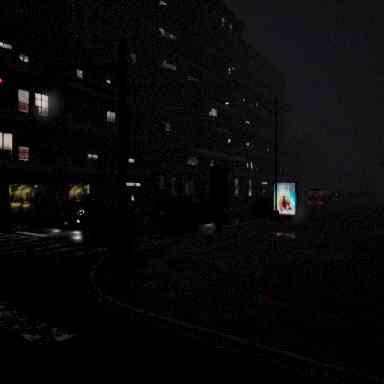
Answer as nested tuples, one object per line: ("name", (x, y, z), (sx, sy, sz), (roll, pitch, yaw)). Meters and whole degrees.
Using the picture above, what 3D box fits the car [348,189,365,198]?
("car", (28.631, 0.308, 58.541), (1.887, 1.381, 4.507), (1, 2, 35))

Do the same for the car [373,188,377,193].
("car", (38.193, -0.012, 72.161), (1.887, 1.381, 4.507), (1, 2, 35))

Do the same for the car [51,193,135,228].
("car", (-5.583, 1.077, 19.853), (2.097, 1.767, 4.553), (0, 1, 34))

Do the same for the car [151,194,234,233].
("car", (-0.056, 1.026, 17.676), (2.192, 1.841, 5.009), (1, 2, 35))

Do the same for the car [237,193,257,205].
("car", (5.797, 0.828, 40.603), (2.008, 1.369, 4.403), (2, 2, 35))

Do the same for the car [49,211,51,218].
("car", (-6.949, 1.009, 22.440), (2.192, 1.841, 5.009), (1, 2, 35))

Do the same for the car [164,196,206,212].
("car", (-0.577, 1.069, 31.526), (1.802, 1.307, 4.206), (2, 2, 35))

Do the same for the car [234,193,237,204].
("car", (1.970, 1.003, 30.664), (1.812, 1.442, 4.674), (0, 1, 35))

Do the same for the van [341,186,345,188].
("van", (37.665, -0.446, 85.986), (1.690, 1.788, 3.998), (2, 2, 35))

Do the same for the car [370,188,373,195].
("car", (35.005, 0.095, 67.621), (1.887, 1.381, 4.507), (1, 2, 35))

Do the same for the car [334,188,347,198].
("car", (25.099, 0.406, 58.047), (1.895, 1.301, 4.718), (0, 1, 35))

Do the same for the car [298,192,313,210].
("car", (9.505, 0.964, 31.302), (1.947, 1.339, 4.313), (1, 2, 35))

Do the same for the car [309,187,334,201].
("car", (18.915, 0.232, 49.240), (2.150, 2.045, 5.566), (0, 1, 35))

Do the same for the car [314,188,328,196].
("car", (28.104, -0.025, 72.371), (1.967, 1.590, 4.097), (2, 2, 35))

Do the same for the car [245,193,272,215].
("car", (6.318, 1.069, 26.762), (1.947, 1.339, 4.313), (1, 2, 35))

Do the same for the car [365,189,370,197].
("car", (31.818, 0.098, 63.078), (1.967, 1.590, 4.097), (1, 2, 35))

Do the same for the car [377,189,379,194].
("car", (44.567, -0.221, 81.240), (2.008, 1.369, 4.403), (1, 2, 35))

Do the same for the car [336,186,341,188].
("car", (34.478, -0.240, 81.450), (1.967, 1.590, 4.097), (2, 2, 35))
